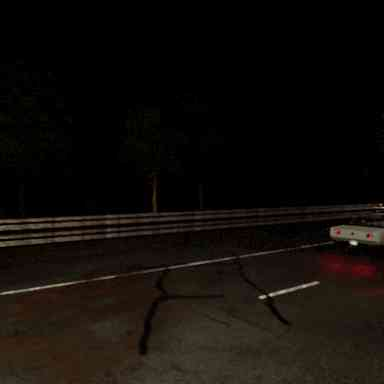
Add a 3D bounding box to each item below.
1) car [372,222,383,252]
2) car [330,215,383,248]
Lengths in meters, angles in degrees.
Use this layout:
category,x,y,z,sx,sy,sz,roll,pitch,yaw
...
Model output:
category,x,y,z,sx,sy,sz,roll,pitch,yaw
car,7.265,1.546,8.933,5.357,1.411,2.033,0,0,-36
car,7.808,1.599,13.619,4.718,1.301,1.895,0,0,-35
